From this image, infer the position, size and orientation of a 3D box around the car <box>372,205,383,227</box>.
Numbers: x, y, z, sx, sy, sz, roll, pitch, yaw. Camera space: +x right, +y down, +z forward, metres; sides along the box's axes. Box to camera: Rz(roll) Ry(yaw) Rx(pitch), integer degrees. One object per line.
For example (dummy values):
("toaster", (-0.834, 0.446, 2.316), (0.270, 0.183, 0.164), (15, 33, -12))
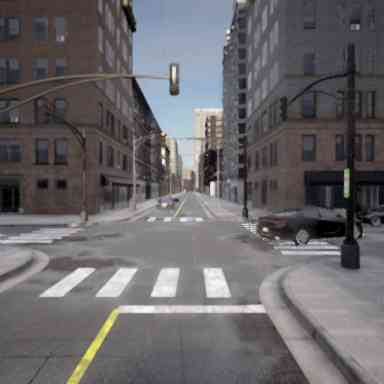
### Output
("car", (12.326, 1.393, 20.525), (4.313, 1.339, 1.947), (0, 1, 0))

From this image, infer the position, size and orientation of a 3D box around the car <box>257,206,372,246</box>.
("car", (5.229, 1.368, 14.573), (5.008, 1.535, 1.882), (0, -1, -26))

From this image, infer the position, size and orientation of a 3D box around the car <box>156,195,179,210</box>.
("car", (-2.923, 1.193, 37.559), (2.128, 1.511, 4.902), (0, 0, 0))
